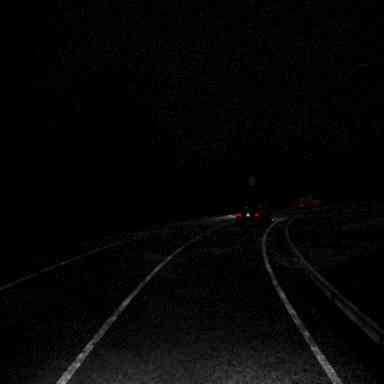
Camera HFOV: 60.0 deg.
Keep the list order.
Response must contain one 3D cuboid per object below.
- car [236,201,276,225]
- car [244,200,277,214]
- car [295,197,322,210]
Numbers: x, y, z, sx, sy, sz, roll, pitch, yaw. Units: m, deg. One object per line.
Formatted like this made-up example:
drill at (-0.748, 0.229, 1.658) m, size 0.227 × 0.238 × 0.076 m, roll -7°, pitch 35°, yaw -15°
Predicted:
car at (4.542, 1.529, 23.832) m, size 2.033 × 1.411 × 5.357 m, roll -2°, pitch -1°, yaw 21°
car at (7.724, 1.685, 37.279) m, size 1.895 × 1.301 × 4.718 m, roll -4°, pitch -2°, yaw 34°
car at (14.025, 1.314, 39.903) m, size 1.882 × 1.535 × 5.008 m, roll -5°, pitch -2°, yaw 38°
